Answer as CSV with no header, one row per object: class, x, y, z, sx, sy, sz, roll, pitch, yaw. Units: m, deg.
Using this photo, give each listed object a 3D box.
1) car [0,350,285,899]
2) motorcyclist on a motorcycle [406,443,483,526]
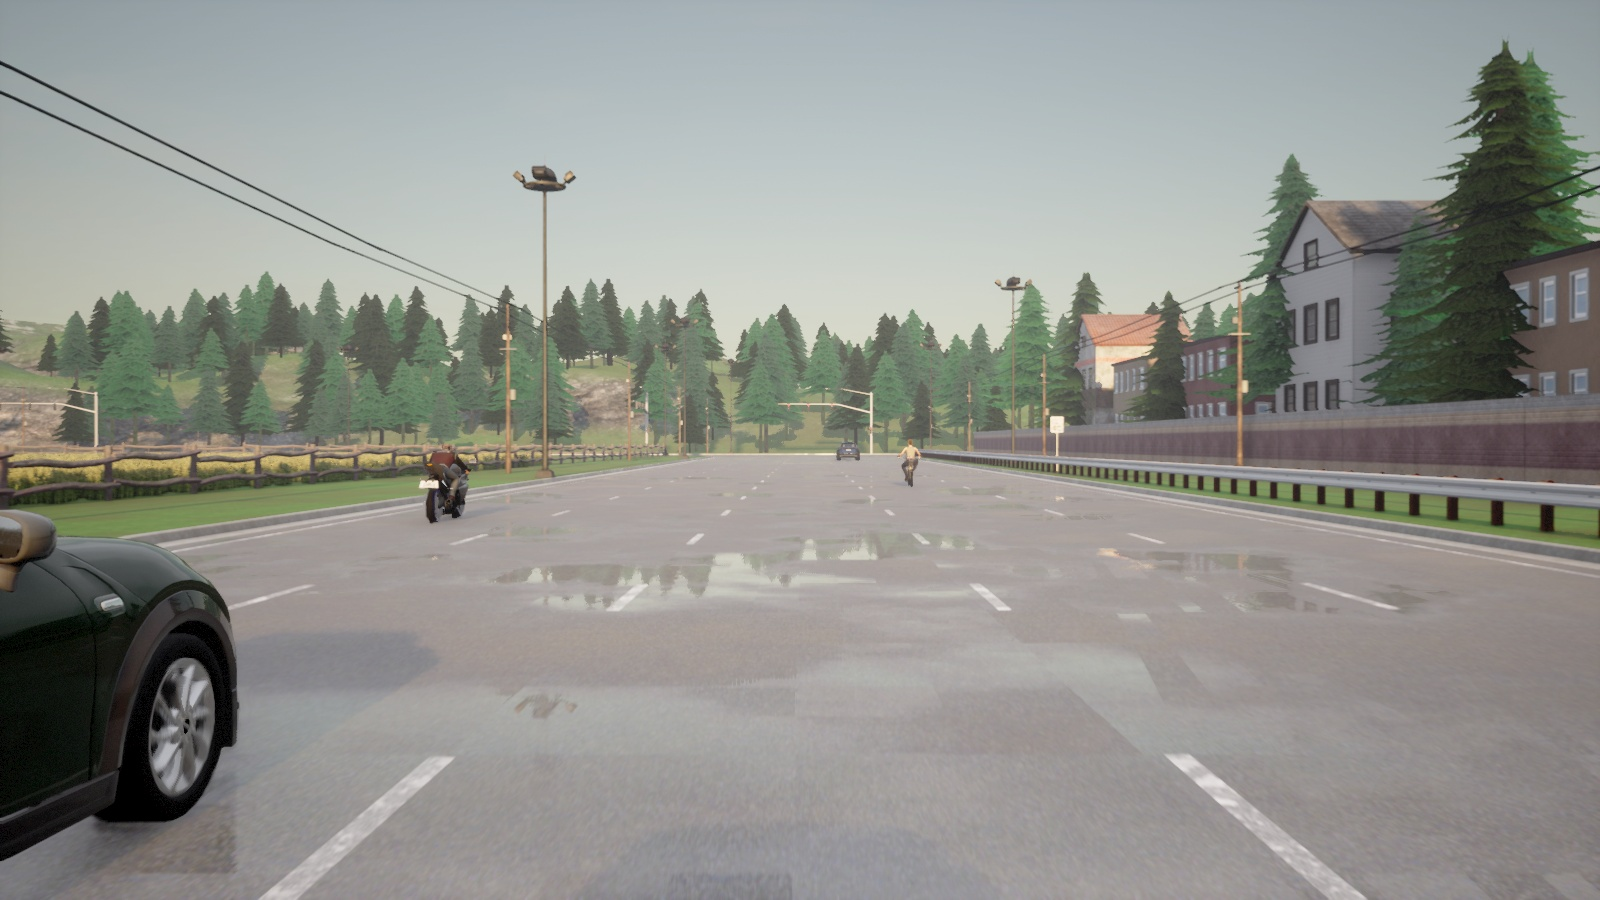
car,-3.464,0.582,3.586,2.097,1.767,4.553,0,0,0
motorcyclist on a motorcycle,-6.846,0.639,24.293,0.866,1.530,2.191,0,0,0
